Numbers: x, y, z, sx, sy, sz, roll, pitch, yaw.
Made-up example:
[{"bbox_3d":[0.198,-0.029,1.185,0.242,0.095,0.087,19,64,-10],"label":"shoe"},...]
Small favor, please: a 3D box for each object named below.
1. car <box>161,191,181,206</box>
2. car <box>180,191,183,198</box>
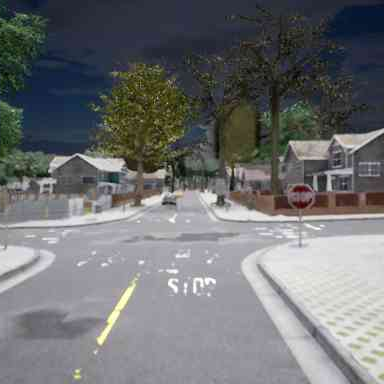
[{"bbox_3d":[-2.745,1.007,41.158,2.033,1.411,5.357,0,1,0],"label":"car"},{"bbox_3d":[-2.739,0.448,65.798,1.882,1.535,5.008,0,1,0],"label":"car"}]
